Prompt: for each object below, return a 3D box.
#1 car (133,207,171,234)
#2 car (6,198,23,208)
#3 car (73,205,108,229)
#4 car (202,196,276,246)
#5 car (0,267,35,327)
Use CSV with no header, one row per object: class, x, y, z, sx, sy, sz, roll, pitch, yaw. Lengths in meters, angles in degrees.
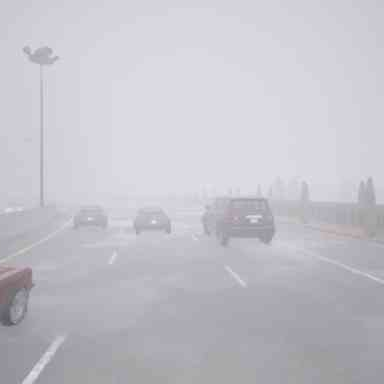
car,-2.398,1.539,19.353,1.994,1.385,4.181,0,0,-12
car,-26.148,1.578,49.024,1.895,1.301,4.718,0,0,-33
car,-6.512,1.544,21.601,1.994,1.385,4.181,0,0,-14
car,1.962,1.194,15.441,2.150,2.045,5.566,0,0,-9
car,-3.721,1.602,4.036,1.895,1.301,4.718,0,0,-3
